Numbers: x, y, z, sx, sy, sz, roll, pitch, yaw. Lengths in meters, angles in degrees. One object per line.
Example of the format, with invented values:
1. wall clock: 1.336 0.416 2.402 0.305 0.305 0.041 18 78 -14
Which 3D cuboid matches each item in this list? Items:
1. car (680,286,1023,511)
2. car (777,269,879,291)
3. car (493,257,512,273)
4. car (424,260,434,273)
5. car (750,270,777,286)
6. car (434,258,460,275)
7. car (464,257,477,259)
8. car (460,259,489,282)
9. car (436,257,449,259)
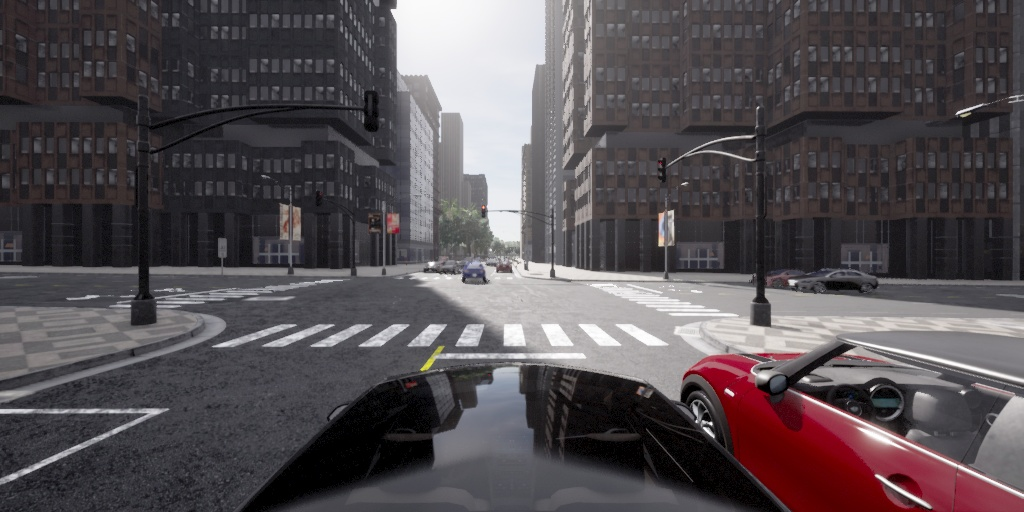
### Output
1. car: 2.760 1.190 2.240 1.967 1.591 4.097 0 0 0
2. car: 20.015 1.553 22.504 4.902 1.511 2.128 1 0 -1
3. car: -0.930 1.193 43.604 1.967 1.591 4.097 0 0 -1
4. car: -9.454 1.319 43.485 1.948 1.339 4.313 0 0 -1
5. car: 19.577 1.615 25.749 4.181 1.385 1.994 1 0 -1
6. car: -6.742 1.249 38.923 1.837 1.490 4.892 0 0 0
7. car: -6.943 1.324 54.790 2.033 1.411 5.357 0 0 -1
8. car: -3.026 1.250 28.981 1.812 1.442 4.674 0 0 -6
9. car: -9.532 1.080 48.910 2.192 1.841 5.009 0 0 -1
